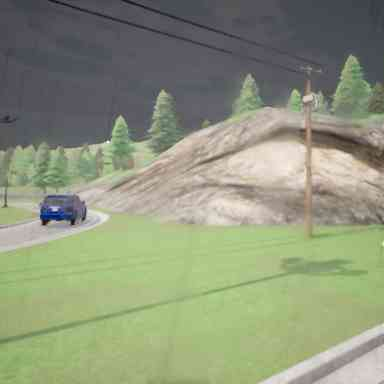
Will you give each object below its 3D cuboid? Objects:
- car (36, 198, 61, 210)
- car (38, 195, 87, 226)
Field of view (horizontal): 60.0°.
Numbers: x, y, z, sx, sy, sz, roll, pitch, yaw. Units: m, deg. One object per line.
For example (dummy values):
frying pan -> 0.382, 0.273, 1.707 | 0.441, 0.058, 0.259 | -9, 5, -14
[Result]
car -> -19.042, 1.520, 44.115 | 2.033, 1.411, 5.357 | 0, 0, -34
car -> -8.945, 1.204, 23.491 | 2.150, 2.045, 5.566 | 0, 0, -7
